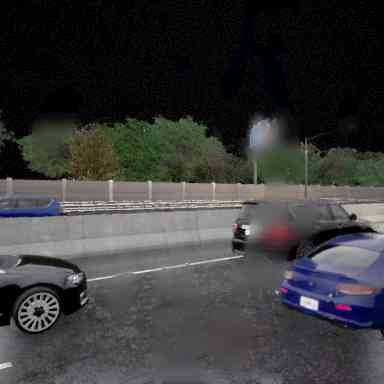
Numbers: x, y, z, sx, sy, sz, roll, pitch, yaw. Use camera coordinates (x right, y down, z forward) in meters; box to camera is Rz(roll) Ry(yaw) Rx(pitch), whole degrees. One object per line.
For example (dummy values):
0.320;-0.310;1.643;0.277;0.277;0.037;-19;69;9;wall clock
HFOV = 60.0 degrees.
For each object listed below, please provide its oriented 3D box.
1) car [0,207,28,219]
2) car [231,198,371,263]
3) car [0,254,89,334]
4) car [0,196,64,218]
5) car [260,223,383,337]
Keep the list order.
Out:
-9.641;1.564;14.313;4.181;1.385;1.994;0;0;-36;car
3.781;1.227;10.838;5.566;2.045;2.150;0;0;-36;car
-4.127;1.491;5.089;4.902;1.511;2.128;0;0;-36;car
-9.984;1.223;18.392;5.566;2.045;2.150;0;0;-36;car
3.653;1.528;6.432;4.674;1.442;1.812;0;0;-36;car
